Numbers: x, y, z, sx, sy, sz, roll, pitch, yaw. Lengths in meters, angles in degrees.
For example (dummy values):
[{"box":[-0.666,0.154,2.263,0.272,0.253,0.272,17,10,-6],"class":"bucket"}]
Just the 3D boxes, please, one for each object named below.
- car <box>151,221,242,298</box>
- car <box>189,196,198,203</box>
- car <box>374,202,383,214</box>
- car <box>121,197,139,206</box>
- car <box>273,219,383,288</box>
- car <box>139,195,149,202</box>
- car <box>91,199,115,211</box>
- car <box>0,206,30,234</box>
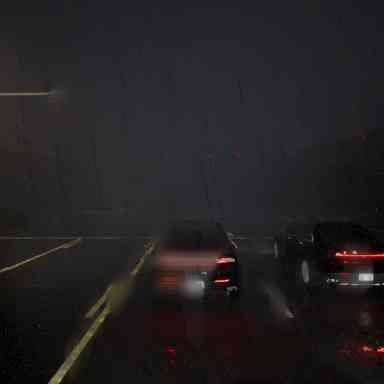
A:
[{"box":[0.097,1.492,8.498,2.128,1.511,4.902,0,0,0],"class":"car"},{"box":[0.270,1.491,66.878,2.128,1.511,4.902,0,0,0],"class":"car"},{"box":[18.114,1.061,28.293,4.902,1.511,2.128,-5,0,0],"class":"car"},{"box":[-10.448,1.600,54.975,1.895,1.301,4.718,0,0,0],"class":"car"},{"box":[3.602,1.505,9.261,1.837,1.490,4.892,0,0,1],"class":"car"},{"box":[-10.319,1.399,70.572,2.128,1.511,4.902,0,0,0],"class":"car"},{"box":[-10.498,1.563,39.463,1.994,1.385,4.181,0,0,1],"class":"car"},{"box":[-10.556,1.526,18.073,1.812,1.442,4.674,0,0,0],"class":"car"}]
